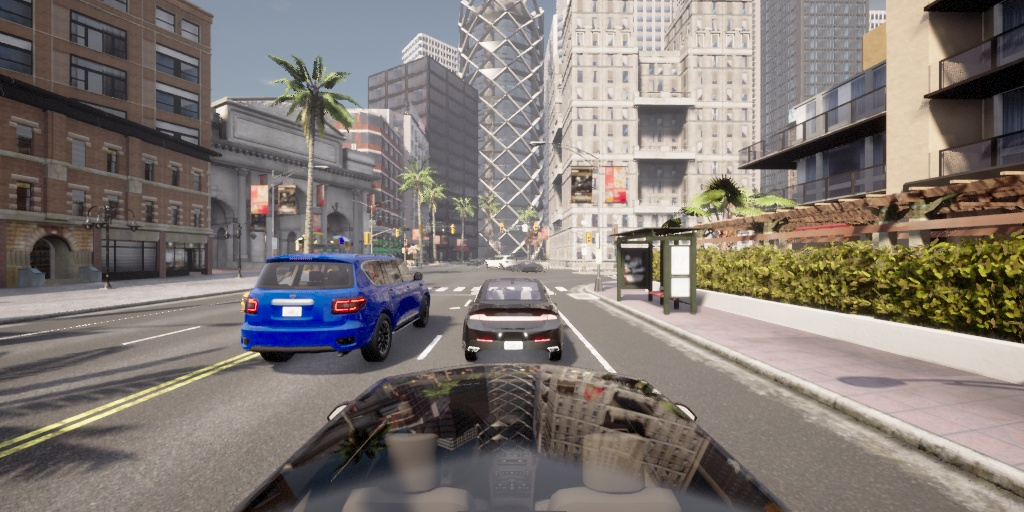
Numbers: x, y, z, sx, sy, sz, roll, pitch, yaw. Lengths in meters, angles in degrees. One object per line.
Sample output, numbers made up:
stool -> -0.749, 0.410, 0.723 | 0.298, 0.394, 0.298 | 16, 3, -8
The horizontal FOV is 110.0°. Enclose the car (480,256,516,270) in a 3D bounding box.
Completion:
car -> -1.791, 0.971, 52.729 | 2.150, 2.045, 5.566 | -1, 1, -43

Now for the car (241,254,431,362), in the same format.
car -> -3.487, 0.971, 8.353 | 2.150, 2.045, 5.566 | 0, 0, 0

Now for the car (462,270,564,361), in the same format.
car -> 0.015, 1.242, 8.266 | 2.128, 1.511, 4.902 | 0, 0, 0

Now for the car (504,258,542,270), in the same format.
car -> 1.586, 1.314, 43.387 | 4.181, 1.385, 1.994 | 0, 0, -16
